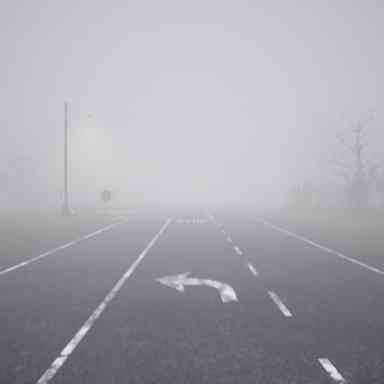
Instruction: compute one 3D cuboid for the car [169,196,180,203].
[{"bbox_3d":[-3.423,1.419,64.688,1.812,1.442,4.674,0,0,0],"label":"car"}]
